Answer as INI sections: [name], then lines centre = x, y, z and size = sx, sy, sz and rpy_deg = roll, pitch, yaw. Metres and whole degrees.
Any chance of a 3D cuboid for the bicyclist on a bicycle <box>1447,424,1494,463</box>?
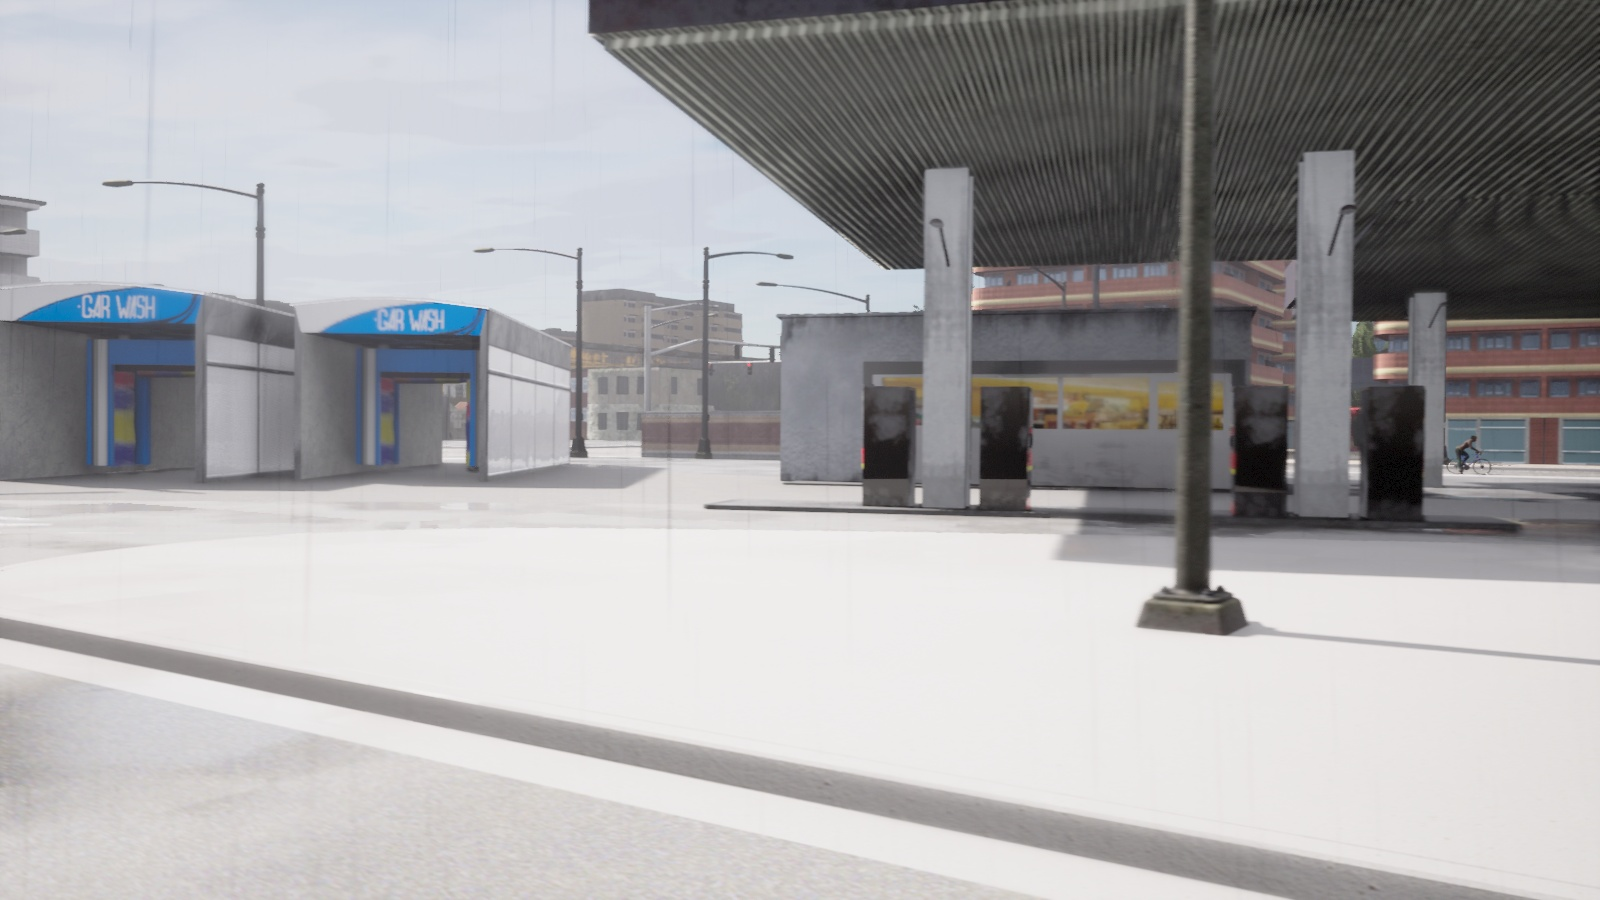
[bicyclist on a bicycle]
centre = 27.666, -0.275, 51.824
size = 1.656, 1.620, 0.582
rpy_deg = 0, 1, 32
